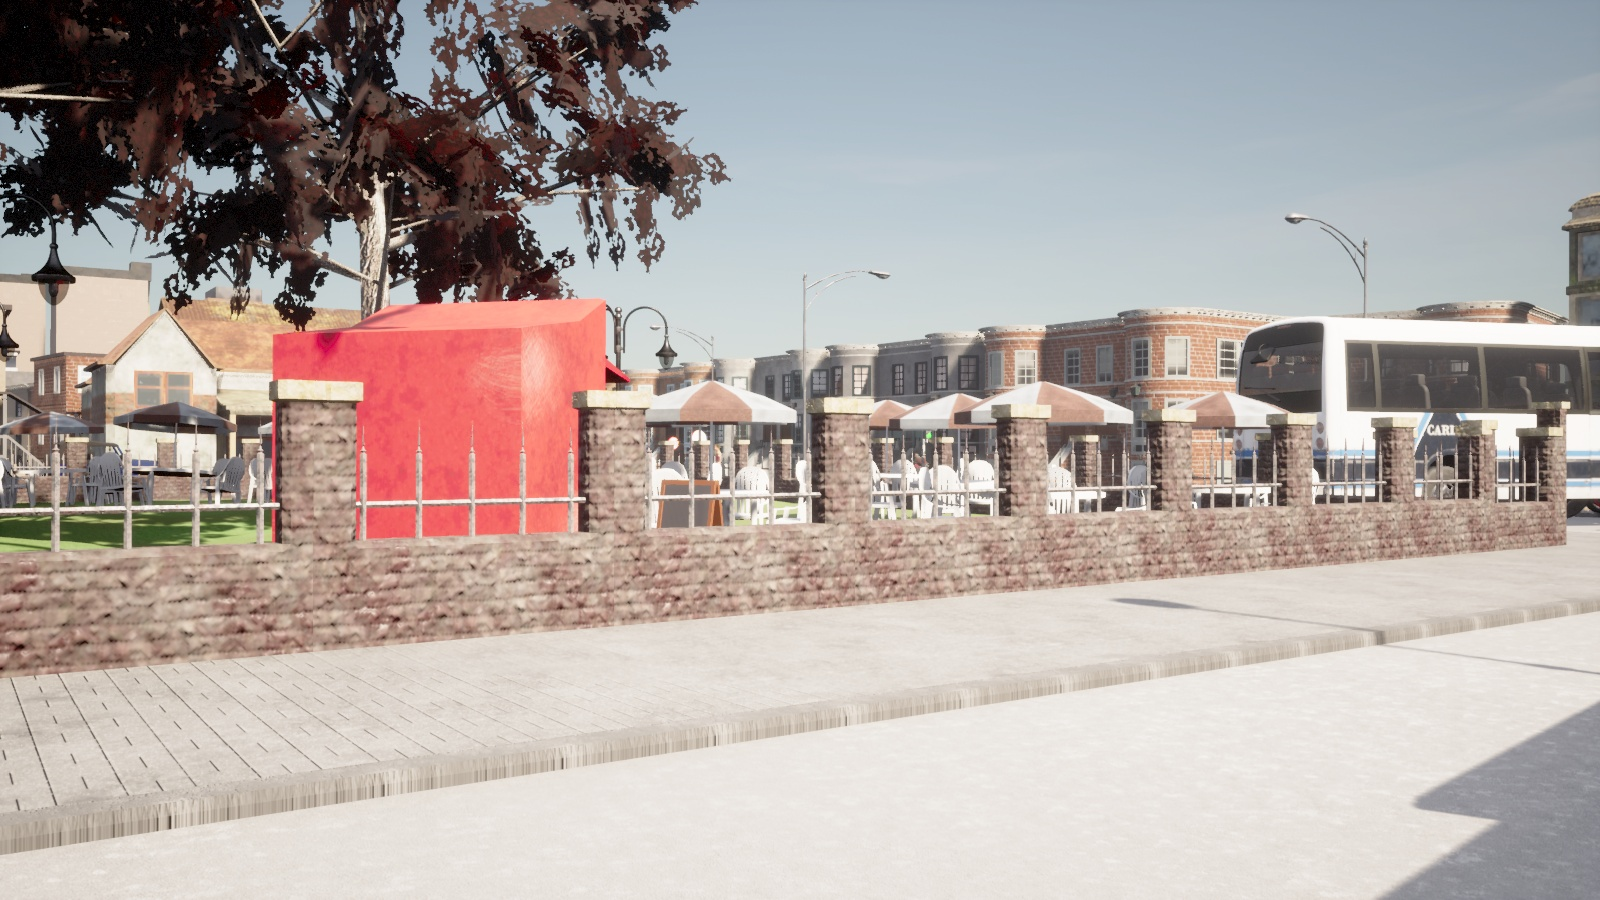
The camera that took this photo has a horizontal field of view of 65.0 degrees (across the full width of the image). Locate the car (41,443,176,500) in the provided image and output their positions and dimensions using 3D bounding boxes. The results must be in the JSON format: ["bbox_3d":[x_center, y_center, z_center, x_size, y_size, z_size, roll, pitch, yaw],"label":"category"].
[{"bbox_3d":[-23.641,0.696,42.944,3.866,1.878,1.905,0,0,-35],"label":"car"}]

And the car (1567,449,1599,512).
[{"bbox_3d":[20.262,0.730,28.553,1.812,1.442,4.674,-2,1,-21],"label":"car"}]

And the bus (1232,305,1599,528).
[{"bbox_3d":[15.024,-0.632,27.133,10.273,4.253,3.944,0,0,-15],"label":"bus"}]
